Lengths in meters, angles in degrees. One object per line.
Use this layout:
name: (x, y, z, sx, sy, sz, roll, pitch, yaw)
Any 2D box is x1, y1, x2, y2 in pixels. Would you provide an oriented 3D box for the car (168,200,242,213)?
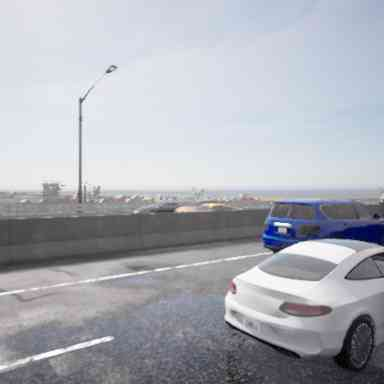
car: (1.180, 1.513, 22.038, 5.008, 1.535, 1.882, 0, 0, -35)

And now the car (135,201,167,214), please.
car: (-2.455, 1.528, 28.043, 4.902, 1.511, 2.128, 0, 0, -35)

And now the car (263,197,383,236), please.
car: (4.897, 1.249, 11.545, 5.566, 2.045, 2.150, 0, 0, -36)

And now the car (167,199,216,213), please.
car: (0.770, 1.393, 26.045, 4.553, 1.767, 2.097, 0, 0, -35)

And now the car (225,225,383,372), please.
car: (2.644, 1.540, 5.637, 4.674, 1.442, 1.812, 0, 0, -36)
